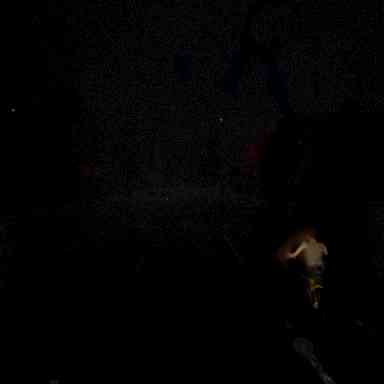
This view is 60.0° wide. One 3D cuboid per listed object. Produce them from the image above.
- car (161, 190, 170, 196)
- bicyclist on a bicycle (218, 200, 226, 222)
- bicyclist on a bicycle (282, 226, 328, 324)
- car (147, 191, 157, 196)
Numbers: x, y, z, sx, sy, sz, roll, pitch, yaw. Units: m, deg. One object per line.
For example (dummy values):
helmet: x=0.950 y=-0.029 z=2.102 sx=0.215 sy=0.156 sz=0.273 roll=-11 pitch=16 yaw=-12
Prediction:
car: x=-6.499 y=0.227 z=81.027 sx=2.128 sy=1.511 sz=4.902 roll=0 pitch=1 yaw=0
bicyclist on a bicycle: x=2.251 y=1.411 z=24.854 sx=0.582 sy=1.620 sz=1.656 roll=0 pitch=0 yaw=0
bicyclist on a bicycle: x=2.165 y=1.434 z=6.159 sx=0.866 sy=1.612 sz=1.509 roll=0 pitch=0 yaw=0
car: x=-9.749 y=0.298 z=80.998 sx=1.895 sy=1.301 sz=4.718 roll=0 pitch=1 yaw=0
